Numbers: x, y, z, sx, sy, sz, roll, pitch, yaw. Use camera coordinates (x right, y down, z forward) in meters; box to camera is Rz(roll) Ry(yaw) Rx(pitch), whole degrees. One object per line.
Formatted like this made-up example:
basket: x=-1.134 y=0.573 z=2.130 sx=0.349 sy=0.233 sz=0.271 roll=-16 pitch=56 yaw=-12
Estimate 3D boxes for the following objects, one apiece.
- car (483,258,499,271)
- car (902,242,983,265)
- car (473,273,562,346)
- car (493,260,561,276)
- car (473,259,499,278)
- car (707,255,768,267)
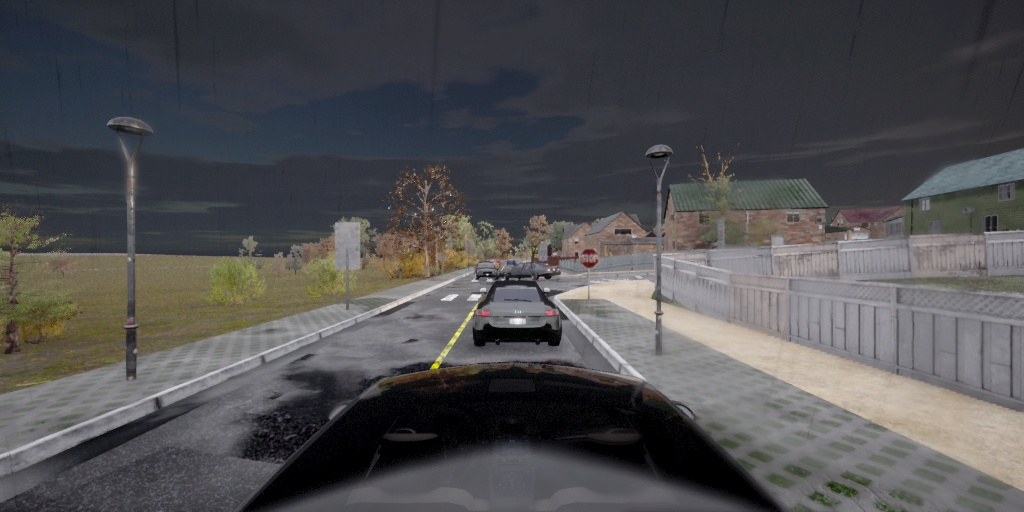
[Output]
car: x=-2.949 y=1.121 z=51.119 sx=2.097 sy=1.767 sz=4.553 roll=0 pitch=0 yaw=1
car: x=23.850 y=-0.208 z=20.399 sx=4.902 sy=1.511 sz=2.128 roll=-3 pitch=0 yaw=14
car: x=0.086 y=1.313 z=9.381 sx=1.994 sy=1.385 sz=4.181 roll=0 pitch=0 yaw=-1
car: x=1.282 y=1.198 z=28.398 sx=5.357 sy=1.411 sz=2.033 roll=-4 pitch=-3 yaw=43
car: x=-2.312 y=1.258 z=31.302 sx=1.837 sy=1.490 sz=4.892 roll=0 pitch=0 yaw=-8
car: x=14.344 y=0.413 z=22.801 sx=4.181 sy=1.385 sz=1.994 roll=-3 pitch=0 yaw=16
